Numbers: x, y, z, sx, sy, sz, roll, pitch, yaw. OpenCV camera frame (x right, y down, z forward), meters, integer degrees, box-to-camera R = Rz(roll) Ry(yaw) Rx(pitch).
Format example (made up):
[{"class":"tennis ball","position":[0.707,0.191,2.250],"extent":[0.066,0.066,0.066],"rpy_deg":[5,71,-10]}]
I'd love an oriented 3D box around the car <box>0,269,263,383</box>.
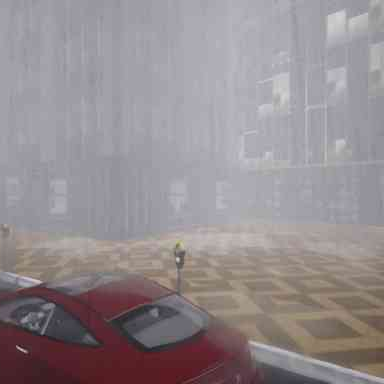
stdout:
[{"class":"car","position":[-1.290,1.581,3.793],"extent":[4.206,1.307,1.802],"rpy_deg":[0,0,35]}]
